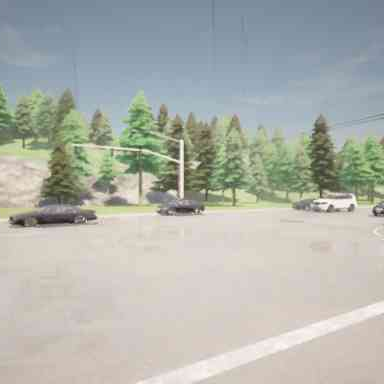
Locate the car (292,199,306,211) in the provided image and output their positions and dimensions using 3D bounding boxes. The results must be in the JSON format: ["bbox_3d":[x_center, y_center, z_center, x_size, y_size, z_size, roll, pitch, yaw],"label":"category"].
[{"bbox_3d":[14.267,1.485,40.070,4.892,1.490,1.837,0,0,-27],"label":"car"}]

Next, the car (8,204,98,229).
[{"bbox_3d":[-8.996,1.534,21.876,5.357,1.411,2.033,0,0,-37],"label":"car"}]

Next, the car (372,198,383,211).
[{"bbox_3d":[25.045,1.474,41.519,4.902,1.511,2.128,0,0,-26],"label":"car"}]

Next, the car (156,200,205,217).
[{"bbox_3d":[-1.035,1.474,31.488,4.902,1.511,2.128,0,0,-32],"label":"car"}]

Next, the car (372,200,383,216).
[{"bbox_3d":[18.684,1.479,30.539,4.902,1.511,2.128,0,0,-27],"label":"car"}]

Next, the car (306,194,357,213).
[{"bbox_3d":[15.809,1.205,36.928,5.566,2.045,2.150,0,0,-27],"label":"car"}]
